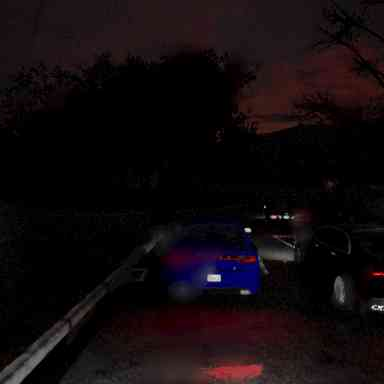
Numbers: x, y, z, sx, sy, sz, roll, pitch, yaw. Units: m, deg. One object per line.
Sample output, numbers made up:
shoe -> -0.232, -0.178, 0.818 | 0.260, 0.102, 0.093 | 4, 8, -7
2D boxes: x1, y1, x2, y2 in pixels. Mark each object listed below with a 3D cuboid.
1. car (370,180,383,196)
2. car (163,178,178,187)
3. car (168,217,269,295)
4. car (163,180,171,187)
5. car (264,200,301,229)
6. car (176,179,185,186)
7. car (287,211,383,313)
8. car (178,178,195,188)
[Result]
car -> 25.314, -0.525, 42.276 | 5.566, 2.045, 2.150 | -2, 4, -22
car -> -4.540, -2.045, 71.917 | 2.150, 2.045, 5.566 | -1, 2, -9
car -> 0.554, 1.386, 8.594 | 1.882, 1.535, 5.008 | 0, 1, 3
car -> -6.306, -2.121, 83.867 | 2.128, 1.511, 4.902 | 0, 1, -4
car -> 5.057, 1.161, 18.484 | 2.033, 1.411, 5.357 | 1, 2, 12
car -> -3.036, -2.299, 83.790 | 2.097, 1.767, 4.553 | 0, 1, -4
car -> 3.737, 1.441, 7.523 | 1.837, 1.490, 4.892 | 0, 1, 3
car -> -0.767, -1.983, 69.993 | 2.150, 2.045, 5.566 | -1, 2, -12
